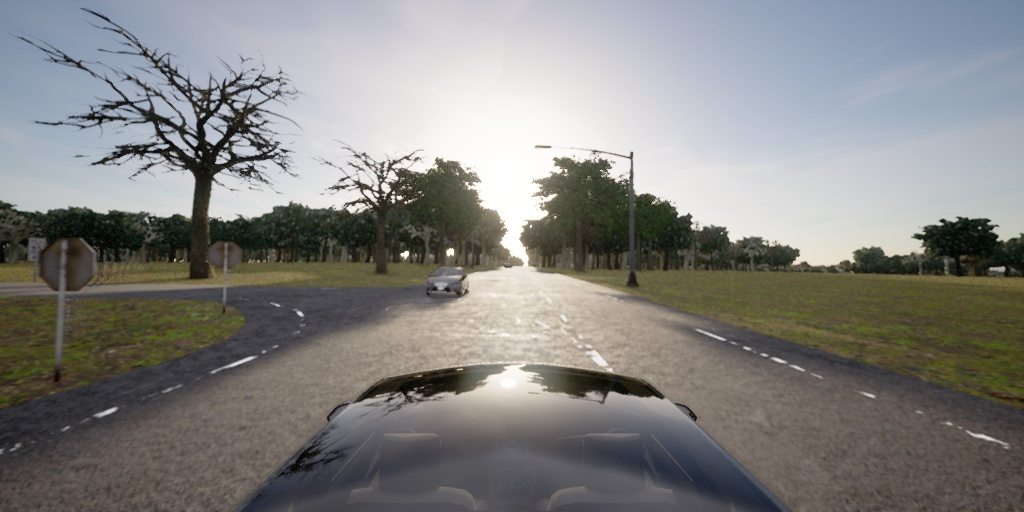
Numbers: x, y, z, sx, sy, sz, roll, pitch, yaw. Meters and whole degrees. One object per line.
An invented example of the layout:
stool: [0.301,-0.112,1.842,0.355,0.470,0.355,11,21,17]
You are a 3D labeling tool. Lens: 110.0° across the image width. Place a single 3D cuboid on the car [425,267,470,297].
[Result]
car: [-3.480,1.367,20.019,2.128,1.511,4.902,1,-1,0]
